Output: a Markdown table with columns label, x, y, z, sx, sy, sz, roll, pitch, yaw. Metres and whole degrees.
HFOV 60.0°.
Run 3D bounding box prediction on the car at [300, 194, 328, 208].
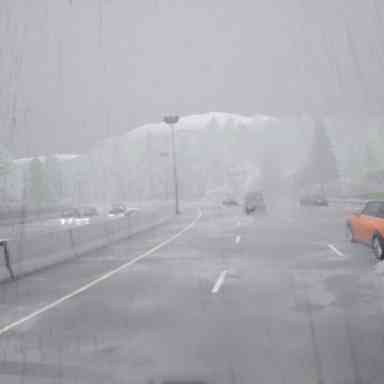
| label | x | y | z | sx | sy | sz | roll | pitch | yaw |
| --- | --- | --- | --- | --- | --- | --- | --- | --- | --- |
| car | 13.212 | 0.908 | 36.324 | 1.994 | 1.385 | 4.181 | -4 | 0 | 1 |

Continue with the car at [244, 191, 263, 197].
| label | x | y | z | sx | sy | sz | roll | pitch | yaw |
| --- | --- | --- | --- | --- | --- | --- | --- | --- | --- |
| car | 9.524 | 0.930 | 51.727 | 2.150 | 2.045 | 5.566 | -4 | 0 | -3 |

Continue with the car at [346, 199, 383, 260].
| label | x | y | z | sx | sy | sz | roll | pitch | yaw |
| --- | --- | --- | --- | --- | --- | --- | --- | --- | --- |
| car | 6.548 | 0.975 | 10.820 | 2.097 | 1.767 | 4.553 | -4 | 0 | 12 |

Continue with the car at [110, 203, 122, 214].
| label | x | y | z | sx | sy | sz | roll | pitch | yaw |
| --- | --- | --- | --- | --- | --- | --- | --- | --- | --- |
| car | -11.711 | 2.537 | 52.900 | 2.097 | 1.767 | 4.553 | -4 | 0 | -3 |

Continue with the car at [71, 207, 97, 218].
| label | x | y | z | sx | sy | sz | roll | pitch | yaw |
| --- | --- | --- | --- | --- | --- | --- | --- | --- | --- |
| car | -14.921 | 2.861 | 47.492 | 2.128 | 1.511 | 4.902 | -4 | 0 | -1 |

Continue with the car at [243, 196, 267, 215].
| label | x | y | z | sx | sy | sz | roll | pitch | yaw |
| --- | --- | --- | --- | --- | --- | --- | --- | --- | --- |
| car | 5.989 | 1.416 | 32.388 | 1.895 | 1.301 | 4.718 | -4 | 0 | 4 |

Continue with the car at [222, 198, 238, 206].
| label | x | y | z | sx | sy | sz | roll | pitch | yaw |
| --- | --- | --- | --- | --- | --- | --- | --- | --- | --- |
| car | 6.002 | 1.564 | 53.271 | 1.895 | 1.301 | 4.718 | -4 | 0 | -4 |

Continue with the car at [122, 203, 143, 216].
| label | x | y | z | sx | sy | sz | roll | pitch | yaw |
| --- | --- | --- | --- | --- | --- | --- | --- | --- | --- |
| car | -7.884 | 2.394 | 45.499 | 1.812 | 1.442 | 4.674 | -4 | 0 | -1 |

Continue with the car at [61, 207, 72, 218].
| label | x | y | z | sx | sy | sz | roll | pitch | yaw |
| --- | --- | --- | --- | --- | --- | --- | --- | --- | --- |
| car | -18.588 | 3.142 | 51.220 | 2.128 | 1.511 | 4.902 | -4 | 0 | -3 |
